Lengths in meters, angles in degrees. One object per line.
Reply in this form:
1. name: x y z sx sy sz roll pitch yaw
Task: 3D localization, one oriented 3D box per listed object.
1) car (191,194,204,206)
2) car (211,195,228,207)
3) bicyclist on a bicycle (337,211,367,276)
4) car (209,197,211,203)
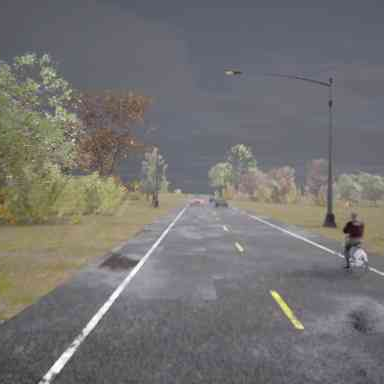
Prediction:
1. car: 0.925 1.400 55.964 2.097 1.767 4.553 1 0 2
2. car: 4.495 1.578 51.642 2.128 1.511 4.902 1 0 1
3. bicyclist on a bicycle: 4.605 1.429 9.656 0.659 1.776 1.843 1 0 1
4. car: 4.761 1.457 71.810 2.097 1.767 4.553 1 0 1
